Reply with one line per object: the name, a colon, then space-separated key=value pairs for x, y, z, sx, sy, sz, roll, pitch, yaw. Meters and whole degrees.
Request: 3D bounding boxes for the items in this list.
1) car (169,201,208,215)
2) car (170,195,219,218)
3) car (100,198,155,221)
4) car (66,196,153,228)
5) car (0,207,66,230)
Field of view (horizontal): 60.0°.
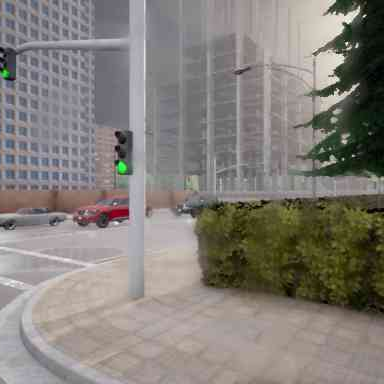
car: x=-0.309 y=1.656 z=36.444 sx=1.895 sy=1.301 sz=4.718 roll=0 pitch=0 yaw=36
car: x=0.528 y=1.277 z=31.595 sx=2.150 sy=2.045 sz=5.566 roll=0 pitch=0 yaw=36
car: x=-5.536 y=1.407 z=29.130 sx=2.097 sy=1.767 sz=4.553 roll=0 pitch=0 yaw=35
car: x=-5.508 y=1.277 z=23.168 sx=2.150 sy=2.045 sz=5.566 roll=0 pitch=0 yaw=33
car: x=-10.750 y=1.656 z=21.801 sx=1.895 sy=1.301 sz=4.718 roll=0 pitch=0 yaw=35
